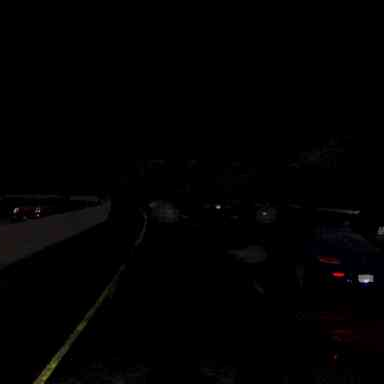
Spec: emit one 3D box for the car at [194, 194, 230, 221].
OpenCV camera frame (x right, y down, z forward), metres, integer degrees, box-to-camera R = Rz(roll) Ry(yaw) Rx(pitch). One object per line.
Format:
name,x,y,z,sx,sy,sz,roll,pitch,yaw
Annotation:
car,1.573,1.213,27.269,2.150,2.045,5.566,0,0,-8

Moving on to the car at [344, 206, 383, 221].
car,9.737,1.461,17.070,1.882,1.535,5.008,0,0,-5

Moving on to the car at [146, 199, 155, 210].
car,-4.790,1.597,42.764,1.895,1.301,4.718,0,0,-13

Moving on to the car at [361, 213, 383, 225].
car,6.777,1.515,8.875,1.812,1.442,4.674,0,0,-3

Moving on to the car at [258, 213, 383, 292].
car,3.284,1.519,8.793,1.812,1.442,4.674,0,0,-3

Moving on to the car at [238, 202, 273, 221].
car,5.129,1.513,26.961,1.812,1.442,4.674,0,0,-7

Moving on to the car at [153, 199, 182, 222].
car,-1.909,1.561,26.689,1.994,1.385,4.181,0,0,-7

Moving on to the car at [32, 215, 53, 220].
car,-12.692,1.361,26.956,2.097,1.767,4.553,0,0,-8
